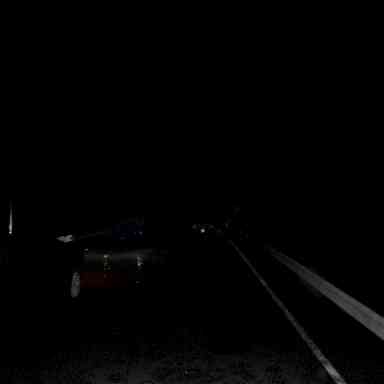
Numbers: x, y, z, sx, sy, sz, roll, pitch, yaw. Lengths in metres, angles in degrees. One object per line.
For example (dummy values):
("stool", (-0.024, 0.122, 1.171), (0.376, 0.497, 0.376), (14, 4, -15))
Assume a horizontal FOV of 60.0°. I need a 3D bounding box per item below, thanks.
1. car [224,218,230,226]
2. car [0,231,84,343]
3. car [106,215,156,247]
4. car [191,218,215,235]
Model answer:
("car", (6.018, 3.686, 41.369), (4.181, 1.385, 1.994), (1, -3, -24))
("car", (-3.492, 1.539, 5.803), (1.882, 1.535, 5.008), (0, -1, 1))
("car", (-3.124, 2.034, 17.941), (1.882, 1.535, 5.008), (0, -4, 2))
("car", (0.901, 2.879, 27.978), (1.895, 1.301, 4.718), (0, -4, 2))
